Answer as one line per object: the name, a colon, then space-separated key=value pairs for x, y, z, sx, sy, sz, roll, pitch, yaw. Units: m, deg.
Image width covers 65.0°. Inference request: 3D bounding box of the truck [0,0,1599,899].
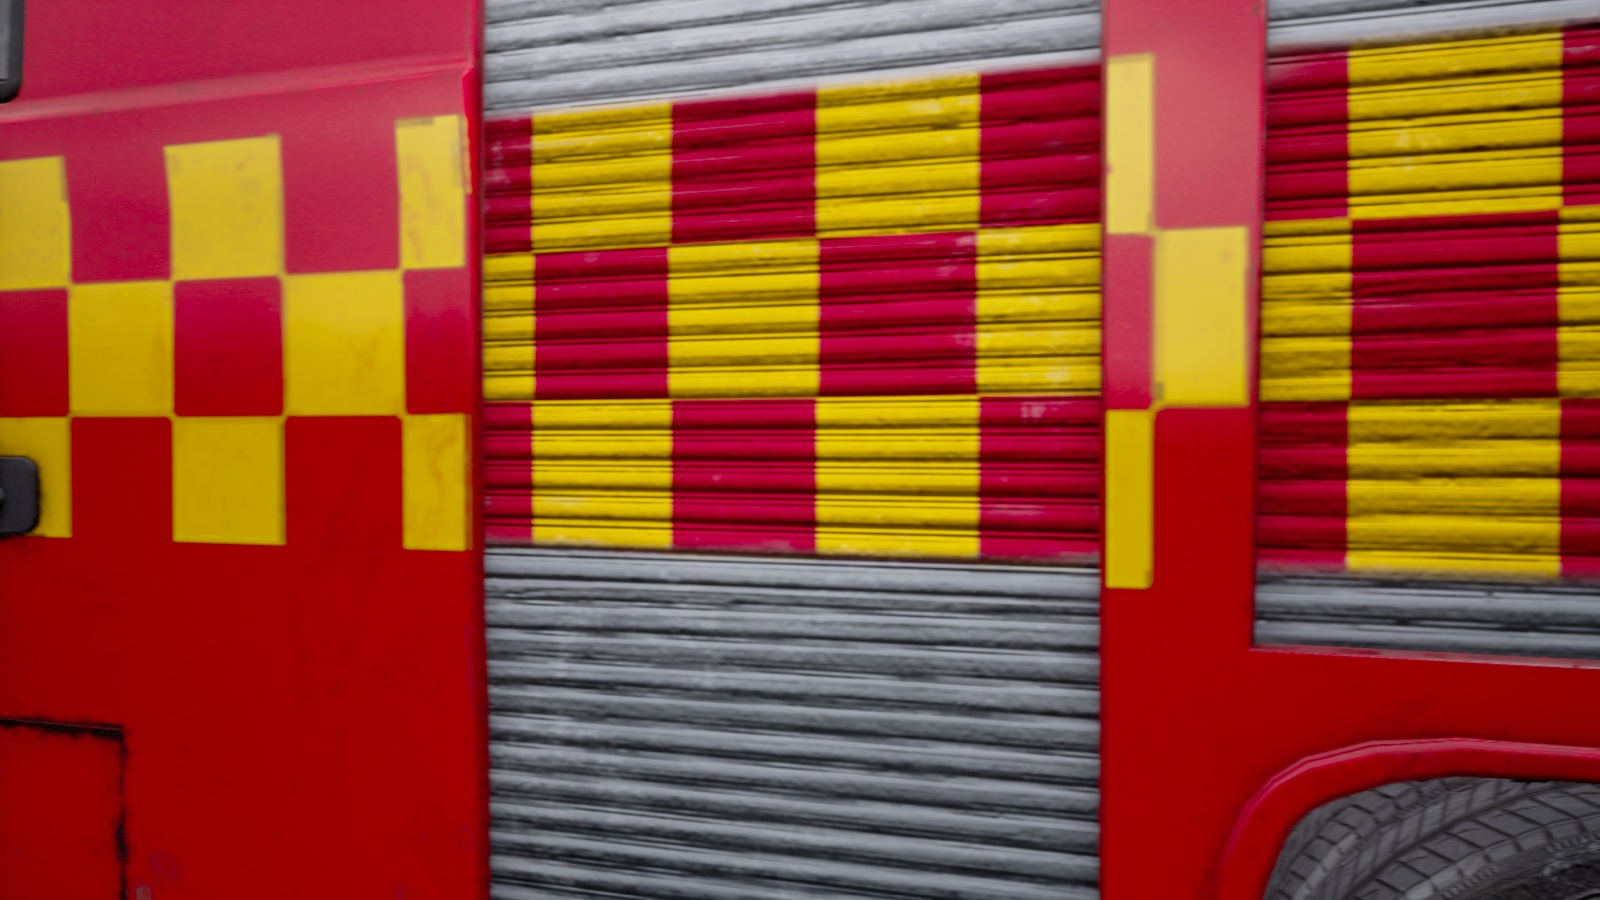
truck: x=-1.121 y=-0.404 z=3.553 sx=8.468 sy=3.827 sz=2.891 roll=1 pitch=1 yaw=19
